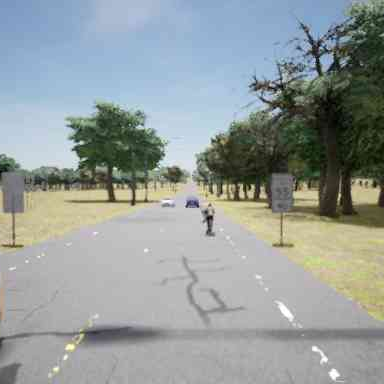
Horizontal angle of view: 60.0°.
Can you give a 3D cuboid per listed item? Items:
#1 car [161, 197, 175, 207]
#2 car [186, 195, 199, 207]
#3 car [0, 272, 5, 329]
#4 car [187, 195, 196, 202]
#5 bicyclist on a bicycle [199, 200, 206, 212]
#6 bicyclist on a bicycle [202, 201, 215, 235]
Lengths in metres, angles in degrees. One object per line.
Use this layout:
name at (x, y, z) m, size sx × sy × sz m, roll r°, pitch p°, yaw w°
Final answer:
car at (-3.569, 1.482, 49.783) m, size 1.812 × 1.442 × 4.674 m, roll 0°, pitch 0°, yaw 0°
car at (0.072, 1.435, 50.015) m, size 1.882 × 1.535 × 5.008 m, roll 0°, pitch 0°, yaw 0°
car at (-3.601, 1.472, 2.668) m, size 1.882 × 1.535 × 5.008 m, roll 0°, pitch 0°, yaw 0°
car at (-0.014, 1.436, 72.679) m, size 1.882 × 1.535 × 5.008 m, roll 0°, pitch 0°, yaw 0°
bicyclist on a bicycle at (0.958, 1.407, 24.857) m, size 0.866 × 1.612 × 1.509 m, roll 0°, pitch 0°, yaw 0°
bicyclist on a bicycle at (0.959, 1.431, 17.424) m, size 0.582 × 1.620 × 1.656 m, roll 0°, pitch 0°, yaw 0°
